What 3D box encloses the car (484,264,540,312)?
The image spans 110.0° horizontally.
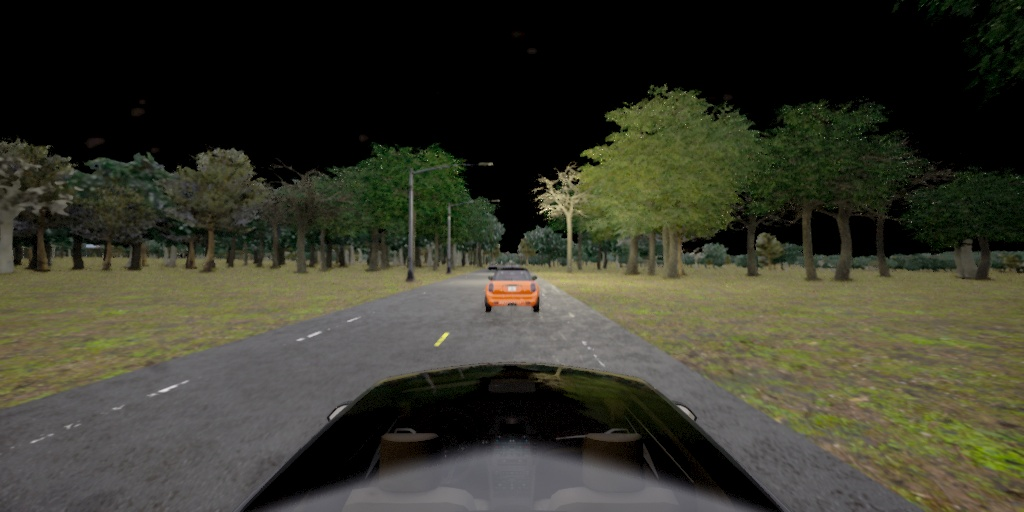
[{"bbox_3d":[0.023,1.253,15.288,2.097,1.767,4.553,0,-1,0],"label":"car"}]
